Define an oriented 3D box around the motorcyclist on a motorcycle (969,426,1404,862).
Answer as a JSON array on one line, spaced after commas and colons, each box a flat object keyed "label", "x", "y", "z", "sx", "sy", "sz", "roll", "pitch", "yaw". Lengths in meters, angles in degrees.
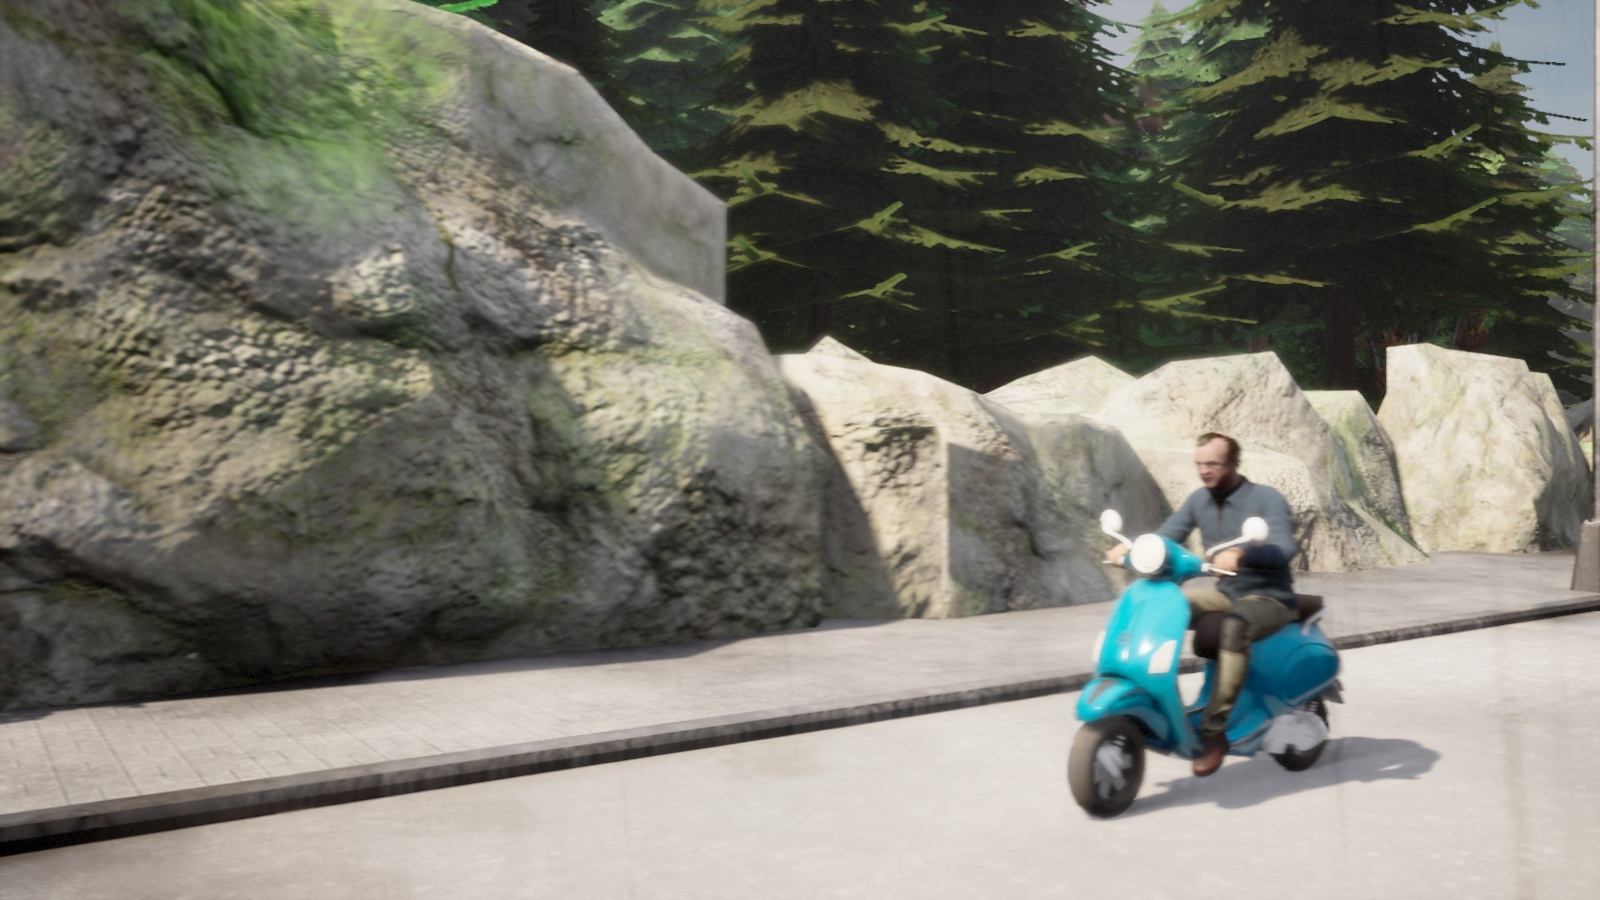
[{"label": "motorcyclist on a motorcycle", "x": 1.709, "y": 0.708, "z": 5.458, "sx": 1.817, "sy": 1.590, "sz": 0.866, "roll": 0, "pitch": 0, "yaw": -35}]
